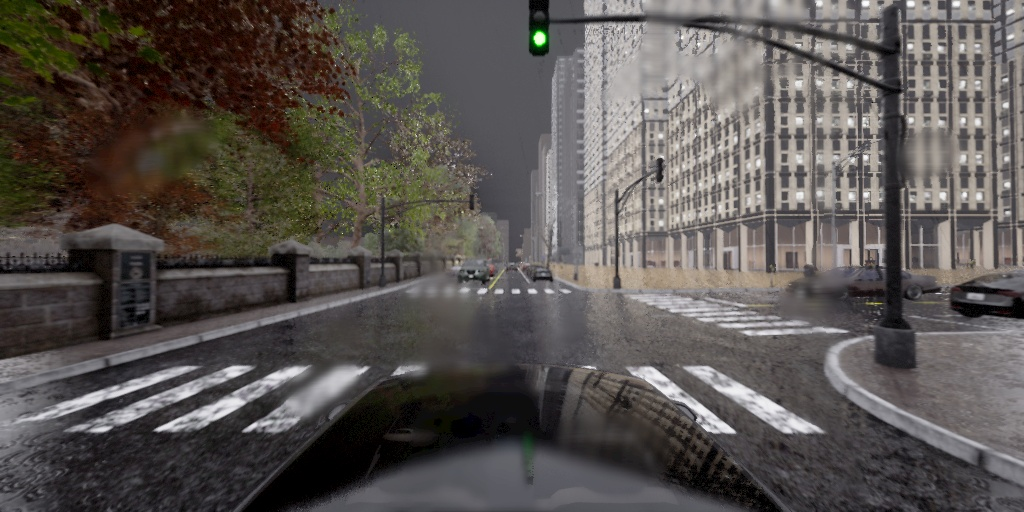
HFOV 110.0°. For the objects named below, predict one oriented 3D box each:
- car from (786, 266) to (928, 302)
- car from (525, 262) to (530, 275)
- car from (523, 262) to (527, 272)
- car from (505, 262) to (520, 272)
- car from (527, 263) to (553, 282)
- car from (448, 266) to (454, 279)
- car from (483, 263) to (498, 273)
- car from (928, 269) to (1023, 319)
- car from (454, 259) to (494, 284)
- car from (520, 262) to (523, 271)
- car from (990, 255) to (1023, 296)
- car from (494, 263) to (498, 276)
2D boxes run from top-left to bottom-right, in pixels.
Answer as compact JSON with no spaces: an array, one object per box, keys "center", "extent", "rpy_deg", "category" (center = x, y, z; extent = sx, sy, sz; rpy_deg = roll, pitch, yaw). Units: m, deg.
[{"center":[15.130,1.152,15.556],"extent":[5.357,1.411,2.033],"rpy_deg":[-1,-1,0],"category":"car"},{"center":[2.664,1.670,37.955],"extent":[1.948,1.339,4.313],"rpy_deg":[0,0,0],"category":"car"},{"center":[2.660,1.727,43.587],"extent":[1.948,1.339,4.313],"rpy_deg":[0,0,0],"category":"car"},{"center":[-0.042,1.828,59.162],"extent":[1.837,1.490,4.892],"rpy_deg":[0,-1,0],"category":"car"},{"center":[2.667,1.614,32.323],"extent":[1.948,1.339,4.313],"rpy_deg":[0,0,0],"category":"car"},{"center":[-5.717,1.687,37.949],"extent":[1.802,1.307,4.207],"rpy_deg":[0,0,0],"category":"car"},{"center":[-3.120,1.831,53.750],"extent":[1.994,1.385,4.181],"rpy_deg":[0,-1,0],"category":"car"},{"center":[14.680,1.100,9.753],"extent":[4.313,1.339,1.948],"rpy_deg":[0,0,0],"category":"car"},{"center":[-3.091,1.251,30.435],"extent":[2.150,2.045,5.566],"rpy_deg":[0,-1,2],"category":"car"},{"center":[2.648,1.882,60.484],"extent":[1.888,1.381,4.507],"rpy_deg":[0,0,0],"category":"car"},{"center":[24.528,0.797,15.616],"extent":[4.553,1.767,2.097],"rpy_deg":[-1,-1,0],"category":"car"},{"center":[-3.129,1.357,41.016],"extent":[2.150,2.045,5.566],"rpy_deg":[0,-1,0],"category":"car"}]
